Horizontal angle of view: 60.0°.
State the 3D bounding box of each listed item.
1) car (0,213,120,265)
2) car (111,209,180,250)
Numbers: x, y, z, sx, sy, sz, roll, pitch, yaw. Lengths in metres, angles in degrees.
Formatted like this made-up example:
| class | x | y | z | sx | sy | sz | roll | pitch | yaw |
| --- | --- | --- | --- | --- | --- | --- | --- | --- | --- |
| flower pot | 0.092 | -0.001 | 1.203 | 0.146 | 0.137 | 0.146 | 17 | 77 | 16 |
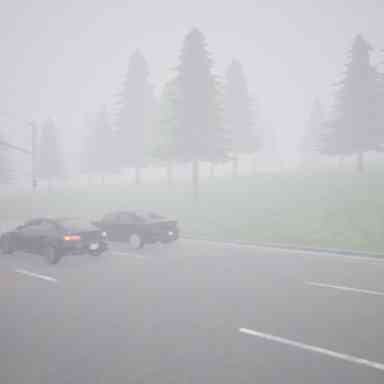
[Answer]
| class | x | y | z | sx | sy | sz | roll | pitch | yaw |
| --- | --- | --- | --- | --- | --- | --- | --- | --- | --- |
| car | -4.934 | 1.543 | 11.771 | 4.674 | 1.442 | 1.812 | 0 | 0 | 36 |
| car | -2.850 | 1.494 | 14.583 | 5.008 | 1.535 | 1.882 | 0 | 0 | 36 |
